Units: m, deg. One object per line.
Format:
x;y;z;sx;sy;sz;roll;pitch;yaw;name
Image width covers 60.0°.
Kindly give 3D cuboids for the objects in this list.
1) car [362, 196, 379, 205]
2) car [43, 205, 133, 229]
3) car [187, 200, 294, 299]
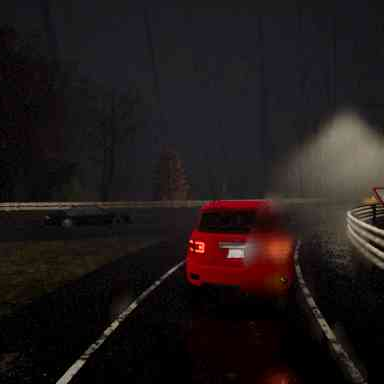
30.474;1.475;56.775;1.882;1.535;5.008;0;0;41;car
-6.530;1.544;21.198;5.357;1.411;2.033;0;0;-22;car
1.369;1.221;8.714;2.150;2.045;5.566;0;0;12;car
